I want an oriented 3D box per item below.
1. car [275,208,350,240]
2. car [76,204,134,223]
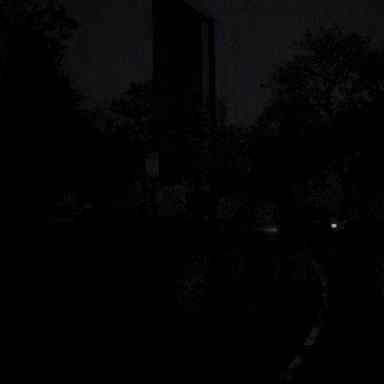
[{"bbox_3d":[5.803,1.455,16.537,1.994,1.385,4.181,-1,0,-12],"label":"car"},{"bbox_3d":[-7.551,1.842,28.725,5.008,1.535,1.882,-1,-1,12],"label":"car"}]
